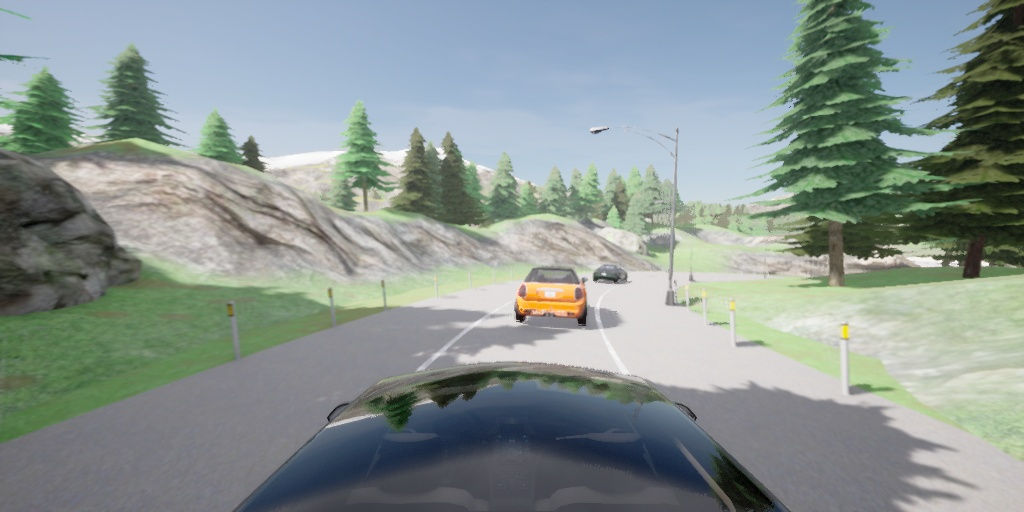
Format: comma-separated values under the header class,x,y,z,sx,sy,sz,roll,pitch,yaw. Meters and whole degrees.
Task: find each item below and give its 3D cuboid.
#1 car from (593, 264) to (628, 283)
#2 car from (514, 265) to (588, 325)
class,x,y,z,sx,sy,sz,roll,pitch,yaw
car,7.981,1.373,28.886,1.994,1.385,4.181,3,1,30
car,1.460,1.081,12.091,2.097,1.767,4.553,2,0,11
